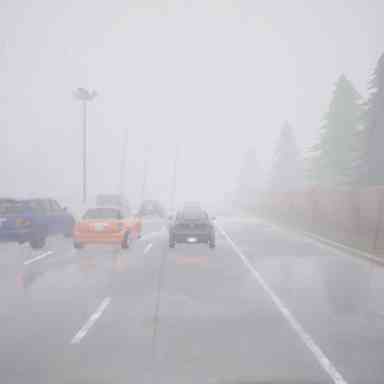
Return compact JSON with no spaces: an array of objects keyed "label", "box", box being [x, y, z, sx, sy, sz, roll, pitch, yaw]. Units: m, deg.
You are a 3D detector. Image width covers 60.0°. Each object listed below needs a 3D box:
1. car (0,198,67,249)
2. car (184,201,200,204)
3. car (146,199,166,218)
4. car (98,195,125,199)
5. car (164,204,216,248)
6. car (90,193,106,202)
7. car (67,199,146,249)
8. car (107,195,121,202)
[{"label":"car","box":[-7.000,1.255,14.680,2.150,2.045,5.566,0,0,0]},{"label":"car","box":[0.000,1.530,29.650,1.812,1.442,4.674,0,0,0]},{"label":"car","box":[-3.500,1.363,29.620,2.097,1.767,4.553,0,0,0]},{"label":"car","box":[-7.000,1.255,29.680,2.150,2.045,5.566,0,0,0]},{"label":"car","box":[0.000,1.514,14.650,1.837,1.490,4.892,0,0,0]},{"label":"car","box":[-21.000,1.196,74.712,2.150,2.045,5.566,0,0,0]},{"label":"car","box":[-3.500,1.363,14.620,2.097,1.767,4.553,0,0,0]},{"label":"car","box":[-17.500,1.449,74.742,1.882,1.535,5.008,0,0,0]}]
